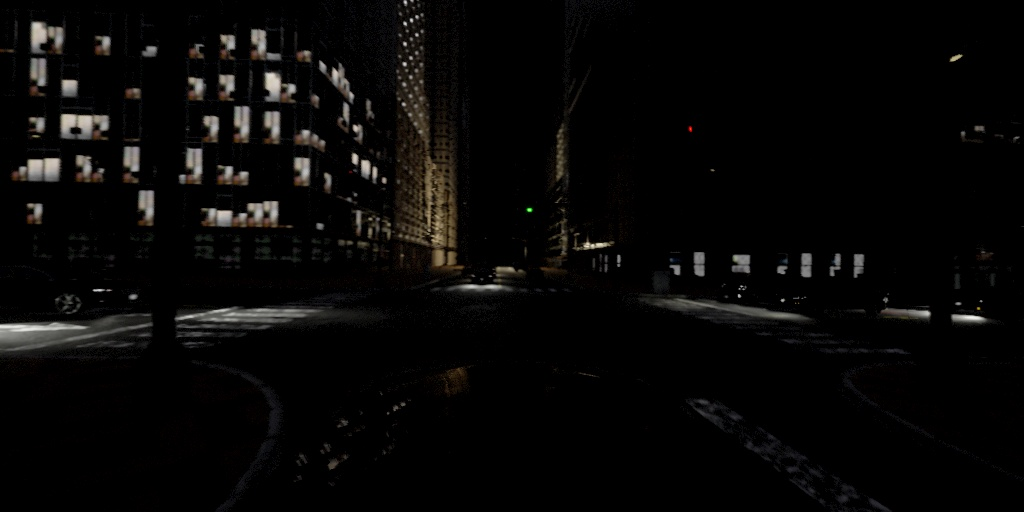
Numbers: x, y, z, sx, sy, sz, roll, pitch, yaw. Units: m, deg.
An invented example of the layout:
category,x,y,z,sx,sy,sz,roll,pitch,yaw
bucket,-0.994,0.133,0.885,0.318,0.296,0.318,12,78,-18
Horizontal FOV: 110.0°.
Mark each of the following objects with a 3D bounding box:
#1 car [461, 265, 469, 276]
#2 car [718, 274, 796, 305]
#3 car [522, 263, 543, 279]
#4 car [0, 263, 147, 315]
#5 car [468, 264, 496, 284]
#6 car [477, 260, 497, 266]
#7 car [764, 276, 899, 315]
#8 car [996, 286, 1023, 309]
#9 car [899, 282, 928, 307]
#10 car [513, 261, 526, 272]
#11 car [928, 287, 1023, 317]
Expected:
category,x,y,z,sx,sy,sz,roll,pitch,yaw
car,-5.587,1.878,46.445,1.802,1.307,4.207,0,0,-2
car,14.322,1.787,20.415,4.553,1.767,2.097,2,-1,-5
car,2.544,1.877,41.220,1.948,1.339,4.313,0,0,-2
car,-14.675,0.985,11.394,4.902,1.511,2.128,2,-1,-5
car,-2.553,1.663,31.620,1.812,1.442,4.674,1,-1,-2
car,-2.953,1.491,42.342,2.150,2.045,5.566,1,-1,-2
car,15.228,1.922,17.236,4.892,1.490,1.837,2,-1,-6
car,32.990,2.579,21.892,4.718,1.301,1.895,2,-1,-5
car,22.920,2.249,21.112,4.181,1.385,1.994,2,-1,-7
car,1.663,1.893,63.311,2.192,1.841,5.009,0,0,-2
car,24.073,2.239,17.930,4.181,1.385,1.994,2,-1,-5
